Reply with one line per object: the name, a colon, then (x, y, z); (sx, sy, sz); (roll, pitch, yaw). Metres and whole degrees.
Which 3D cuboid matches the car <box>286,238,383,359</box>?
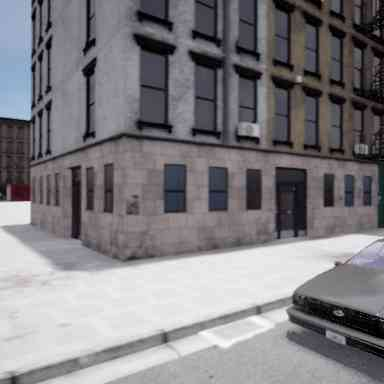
car: (4.081, 1.540, 5.956); (5.357, 1.411, 2.033); (0, 0, -35)
